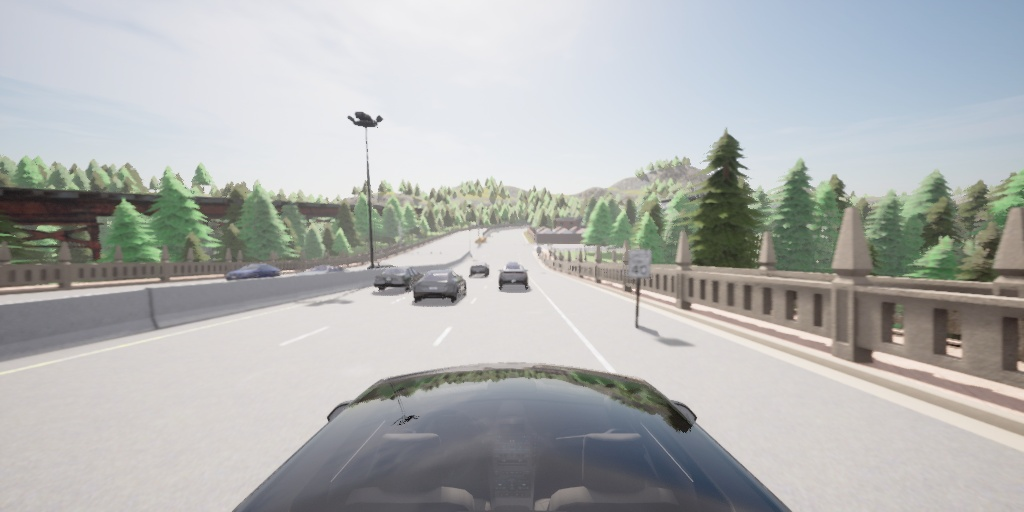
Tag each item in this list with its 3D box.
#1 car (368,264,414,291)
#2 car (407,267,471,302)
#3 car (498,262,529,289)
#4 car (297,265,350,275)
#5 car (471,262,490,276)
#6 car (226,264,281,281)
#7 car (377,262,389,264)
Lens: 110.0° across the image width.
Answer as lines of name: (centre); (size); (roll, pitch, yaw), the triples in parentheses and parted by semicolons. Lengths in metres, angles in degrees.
car: (-6.904, 1.372, 22.534); (2.033, 1.411, 5.357); (0, 0, 0)
car: (-3.403, 1.372, 17.524); (1.994, 1.385, 4.181); (0, 0, 0)
car: (0.095, 1.320, 24.079); (2.128, 1.511, 4.902); (0, 0, 0)
car: (-14.048, 1.387, 26.935); (2.033, 1.411, 5.357); (0, 0, 1)
car: (-3.407, 1.368, 38.402); (2.128, 1.511, 4.902); (0, 0, 0)
car: (-21.075, 1.373, 29.513); (1.812, 1.442, 4.674); (0, 0, 0)
car: (-17.516, 1.510, 47.876); (1.895, 1.301, 4.718); (0, 0, 0)
